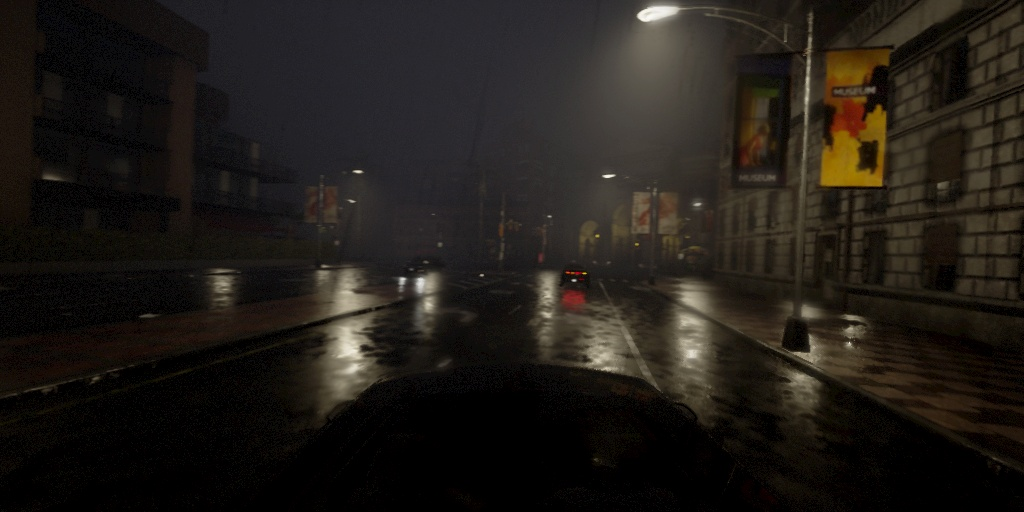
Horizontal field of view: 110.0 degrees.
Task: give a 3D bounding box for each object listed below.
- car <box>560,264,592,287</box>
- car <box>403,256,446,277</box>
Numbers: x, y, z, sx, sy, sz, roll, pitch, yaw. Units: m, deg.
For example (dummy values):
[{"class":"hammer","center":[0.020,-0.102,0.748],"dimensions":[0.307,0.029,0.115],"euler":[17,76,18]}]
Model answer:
[{"class":"car","center":[4.323,1.287,24.336],"dimensions":[1.837,1.490,4.892],"euler":[3,-1,12]},{"class":"car","center":[-6.666,0.713,27.914],"dimensions":[1.837,1.490,4.892],"euler":[3,1,12]}]
